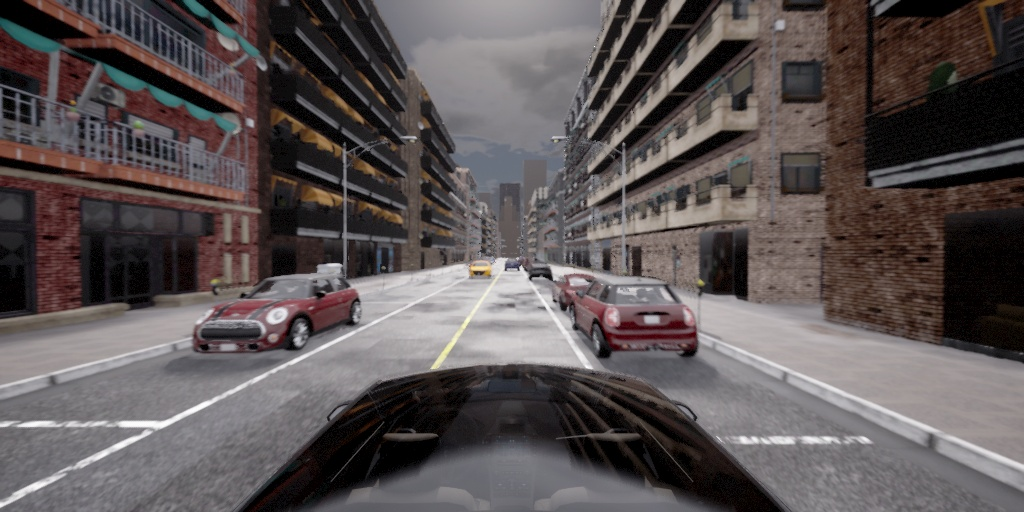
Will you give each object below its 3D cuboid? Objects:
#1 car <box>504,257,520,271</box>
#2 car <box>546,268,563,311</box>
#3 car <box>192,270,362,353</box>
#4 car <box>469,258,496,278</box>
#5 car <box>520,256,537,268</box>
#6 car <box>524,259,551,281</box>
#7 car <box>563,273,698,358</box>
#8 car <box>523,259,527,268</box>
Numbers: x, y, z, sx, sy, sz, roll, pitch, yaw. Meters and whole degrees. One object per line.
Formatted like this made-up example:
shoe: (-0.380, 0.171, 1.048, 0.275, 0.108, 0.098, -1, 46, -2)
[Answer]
car: (0.037, 1.081, 49.235, 2.097, 1.767, 4.553, 0, 0, 0)
car: (2.570, 1.326, 14.168, 1.802, 1.307, 4.207, 0, 0, 0)
car: (-5.313, 1.186, 8.716, 1.967, 1.591, 4.097, 0, 0, 0)
car: (-2.829, 1.213, 33.279, 1.882, 1.535, 5.008, 0, 0, 0)
car: (2.583, 1.045, 48.154, 2.192, 1.841, 5.009, 0, 0, 0)
car: (2.241, 1.241, 29.820, 1.837, 1.490, 4.892, 0, 0, 0)
car: (2.572, 1.187, 8.504, 1.967, 1.591, 4.097, 0, 0, 0)
car: (2.581, 1.314, 42.490, 1.802, 1.307, 4.207, 0, 0, 0)
